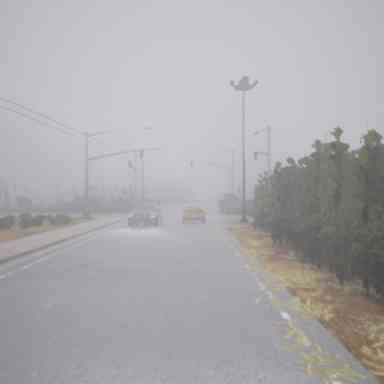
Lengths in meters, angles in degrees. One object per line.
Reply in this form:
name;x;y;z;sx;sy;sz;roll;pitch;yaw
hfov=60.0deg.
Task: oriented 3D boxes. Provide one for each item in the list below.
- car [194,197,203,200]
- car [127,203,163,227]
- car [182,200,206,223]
car;1.515;1.866;78.927;1.812;1.442;4.674;0;-2;8
car;-3.432;1.628;25.015;2.097;1.767;4.553;0;-1;1
car;0.222;1.800;29.179;1.882;1.535;5.008;0;0;2
